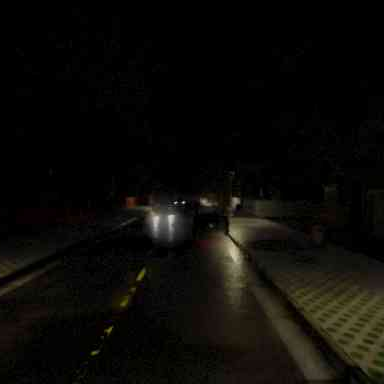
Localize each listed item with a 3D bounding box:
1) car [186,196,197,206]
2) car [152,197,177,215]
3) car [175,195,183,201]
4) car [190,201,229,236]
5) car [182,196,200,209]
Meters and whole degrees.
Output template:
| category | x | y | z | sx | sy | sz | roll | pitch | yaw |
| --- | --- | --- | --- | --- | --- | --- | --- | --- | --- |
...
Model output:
| category | x | y | z | sx | sy | sz | roll | pitch | yaw |
| --- | --- | --- | --- | --- | --- | --- | --- | --- | --- |
| car | -0.007 | 1.524 | 57.203 | 1.812 | 1.442 | 4.674 | 0 | 0 | 0 |
| car | -2.851 | 1.537 | 34.538 | 1.812 | 1.442 | 4.674 | 0 | 0 | 0 |
| car | -2.759 | 1.377 | 75.899 | 1.882 | 1.535 | 5.008 | 0 | 0 | 0 |
| car | 0.960 | 1.488 | 18.667 | 1.882 | 1.535 | 5.008 | 0 | 0 | 0 |
| car | 0.057 | 1.486 | 44.284 | 1.882 | 1.535 | 5.008 | 0 | 0 | 0 |
